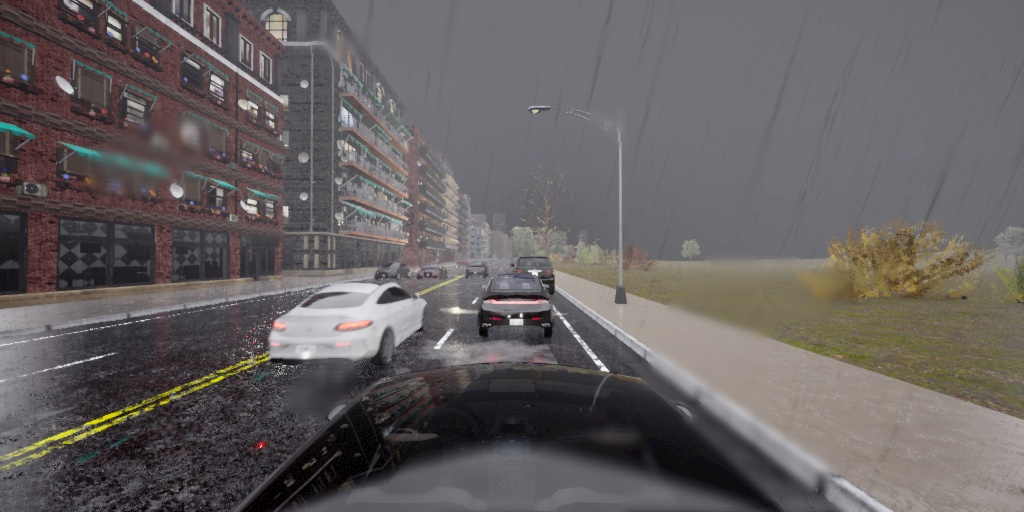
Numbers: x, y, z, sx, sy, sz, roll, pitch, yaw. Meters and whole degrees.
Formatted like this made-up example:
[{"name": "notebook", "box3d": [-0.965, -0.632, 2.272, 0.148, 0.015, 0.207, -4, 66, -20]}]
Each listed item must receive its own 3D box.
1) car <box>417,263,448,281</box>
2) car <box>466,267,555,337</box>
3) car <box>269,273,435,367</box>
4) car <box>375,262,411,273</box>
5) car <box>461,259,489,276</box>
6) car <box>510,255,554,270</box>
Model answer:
[{"name": "car", "box3d": [-6.635, 1.316, 30.243, 1.994, 1.385, 4.181, 0, 0, 0]}, {"name": "car", "box3d": [0.090, 1.243, 10.318, 2.128, 1.511, 4.902, 0, 0, 0]}, {"name": "car", "box3d": [-3.159, 1.277, 7.811, 1.812, 1.442, 4.674, 0, 0, 0]}, {"name": "car", "box3d": [-9.886, 1.257, 30.020, 1.837, 1.490, 4.892, 0, 0, 0]}, {"name": "car", "box3d": [-3.189, 1.244, 33.617, 2.128, 1.511, 4.902, 0, 0, 0]}, {"name": "car", "box3d": [1.115, 0.977, 20.189, 2.150, 2.045, 5.566, 0, 0, 0]}]
